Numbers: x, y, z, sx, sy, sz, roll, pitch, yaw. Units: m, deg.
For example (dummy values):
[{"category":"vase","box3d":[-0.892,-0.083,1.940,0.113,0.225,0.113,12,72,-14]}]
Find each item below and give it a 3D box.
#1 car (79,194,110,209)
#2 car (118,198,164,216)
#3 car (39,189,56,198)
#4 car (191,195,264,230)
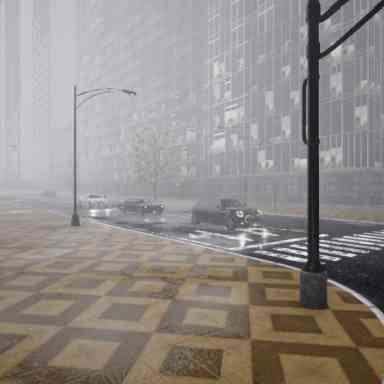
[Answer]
[{"category":"car","box3d":[-10.456,0.911,34.993,1.812,1.442,4.674,0,1,-38]},{"category":"car","box3d":[-4.212,1.171,27.044,1.895,1.301,4.718,0,1,-38]},{"category":"car","box3d":[-26.620,0.295,61.169,1.882,1.535,5.008,0,1,-38]},{"category":"car","box3d":[1.945,1.104,19.239,2.097,1.767,4.553,0,1,-38]}]
